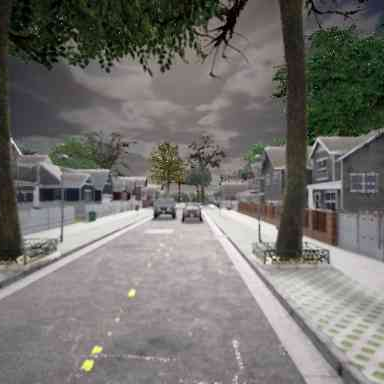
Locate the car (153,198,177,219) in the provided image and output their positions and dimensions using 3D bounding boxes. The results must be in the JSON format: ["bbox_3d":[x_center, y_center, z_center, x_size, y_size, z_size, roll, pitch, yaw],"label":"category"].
[{"bbox_3d":[-2.753,1.650,34.918,2.150,2.045,5.566,0,-1,0],"label":"car"}]

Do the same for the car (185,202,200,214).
[{"bbox_3d":[0.061,2.093,44.736,1.837,1.490,4.892,0,-1,-1],"label":"car"}]

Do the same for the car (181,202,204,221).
[{"bbox_3d":[0.009,1.896,30.956,1.812,1.442,4.674,0,-1,0],"label":"car"}]
